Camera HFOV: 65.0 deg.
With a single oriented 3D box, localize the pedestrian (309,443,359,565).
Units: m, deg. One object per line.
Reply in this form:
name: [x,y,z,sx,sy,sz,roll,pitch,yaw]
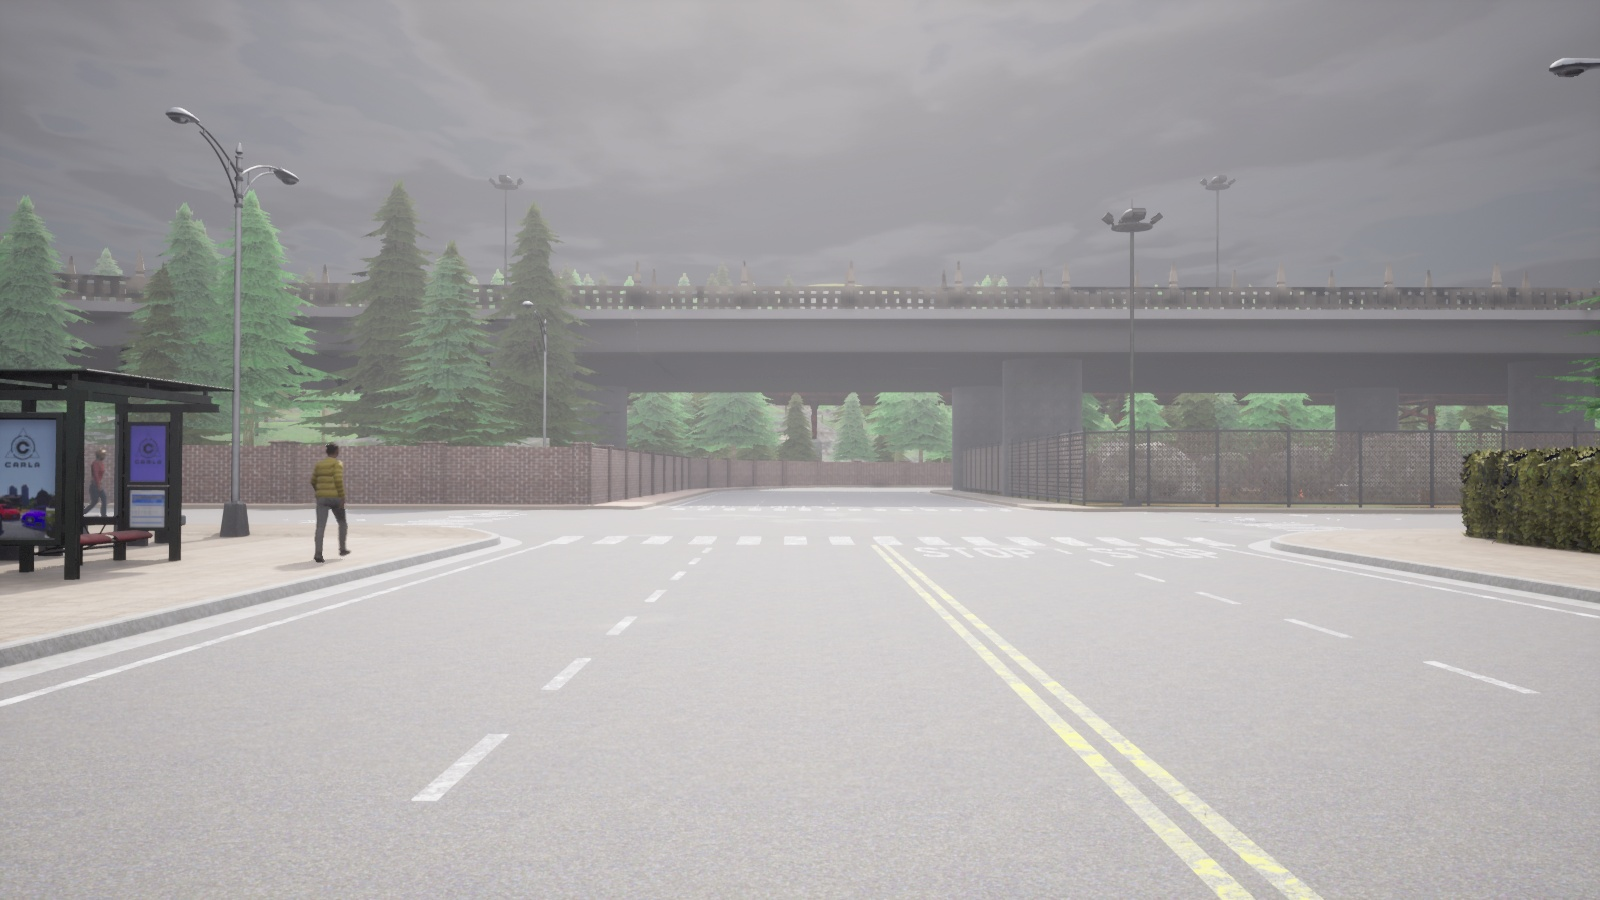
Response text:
pedestrian: [-7.157,0.825,19.294,0.431,1.840,0.709,0,-1,7]
